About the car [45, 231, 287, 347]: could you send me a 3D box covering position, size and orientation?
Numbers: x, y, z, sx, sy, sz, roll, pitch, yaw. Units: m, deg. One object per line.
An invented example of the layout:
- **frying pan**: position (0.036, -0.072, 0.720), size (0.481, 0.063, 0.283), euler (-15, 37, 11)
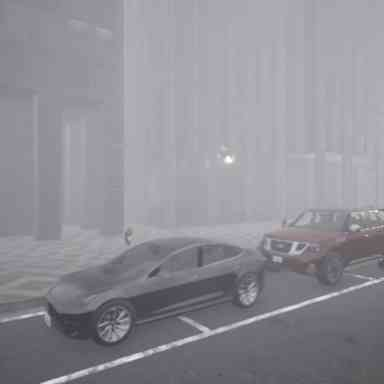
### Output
- **car**: position (-0.430, 1.575, 6.351), size (4.313, 1.339, 1.947), euler (0, 0, -36)

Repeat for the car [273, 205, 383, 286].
- **car**: position (4.150, 1.337, 9.636), size (5.009, 1.841, 2.192), euler (0, 0, -36)
